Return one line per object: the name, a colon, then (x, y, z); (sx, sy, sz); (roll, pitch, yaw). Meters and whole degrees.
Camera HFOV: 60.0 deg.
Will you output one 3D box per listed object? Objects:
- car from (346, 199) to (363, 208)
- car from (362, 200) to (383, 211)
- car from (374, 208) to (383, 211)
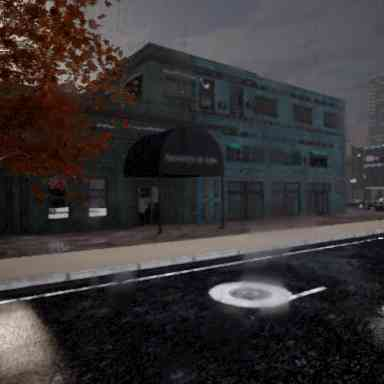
car: (26.415, 1.874, 53.644); (2.008, 1.369, 4.403); (-1, 0, -36)
car: (24.416, 1.865, 41.901); (1.947, 1.339, 4.313); (-1, 0, -36)
car: (7.049, 1.361, 8.796); (4.553, 1.767, 2.097); (0, 0, -36)
